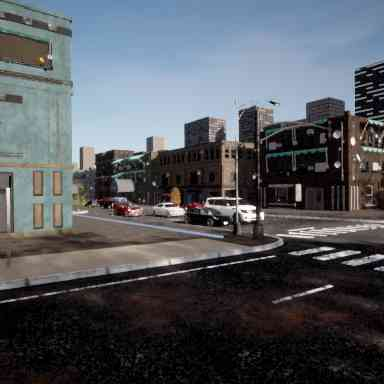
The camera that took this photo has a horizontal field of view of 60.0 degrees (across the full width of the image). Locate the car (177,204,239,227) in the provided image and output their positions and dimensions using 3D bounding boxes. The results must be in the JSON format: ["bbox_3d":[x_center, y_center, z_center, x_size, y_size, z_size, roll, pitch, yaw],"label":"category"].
[{"bbox_3d":[1.079,1.814,24.891,1.947,1.339,4.313,-2,0,-36],"label":"car"}]

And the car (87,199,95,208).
[{"bbox_3d":[-19.197,2.159,63.446,2.128,1.511,4.902,-1,0,-36],"label":"car"}]

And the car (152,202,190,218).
[{"bbox_3d":[-2.541,1.862,34.640,1.812,1.442,4.674,-1,0,-35],"label":"car"}]

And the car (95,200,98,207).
[{"bbox_3d":[-16.171,1.939,63.641,2.192,1.841,5.009,-1,0,-36],"label":"car"}]

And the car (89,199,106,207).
[{"bbox_3d":[-19.384,2.227,68.145,1.887,1.381,4.507,-1,0,-36],"label":"car"}]

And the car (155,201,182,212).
[{"bbox_3d":[-3.291,1.965,45.629,1.802,1.307,4.206,-2,0,-36],"label":"car"}]

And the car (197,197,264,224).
[{"bbox_3d":[3.160,1.445,26.655,2.150,2.045,5.566,-1,0,-35],"label":"car"}]

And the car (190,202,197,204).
[{"bbox_3d":[-0.074,1.903,41.126,1.802,1.307,4.206,-2,0,-36],"label":"car"}]

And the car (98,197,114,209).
[{"bbox_3d":[-13.423,2.066,55.365,1.837,1.490,4.892,-1,0,-36],"label":"car"}]

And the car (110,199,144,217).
[{"bbox_3d":[-6.894,1.846,36.251,1.967,1.590,4.097,-1,0,-36],"label":"car"}]

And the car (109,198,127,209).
[{"bbox_3d":[-8.584,1.931,43.112,1.882,1.535,5.008,-1,0,-35],"label":"car"}]

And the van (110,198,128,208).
[{"bbox_3d":[-12.952,1.906,59.138,1.690,1.788,3.998,-1,0,-36],"label":"van"}]
